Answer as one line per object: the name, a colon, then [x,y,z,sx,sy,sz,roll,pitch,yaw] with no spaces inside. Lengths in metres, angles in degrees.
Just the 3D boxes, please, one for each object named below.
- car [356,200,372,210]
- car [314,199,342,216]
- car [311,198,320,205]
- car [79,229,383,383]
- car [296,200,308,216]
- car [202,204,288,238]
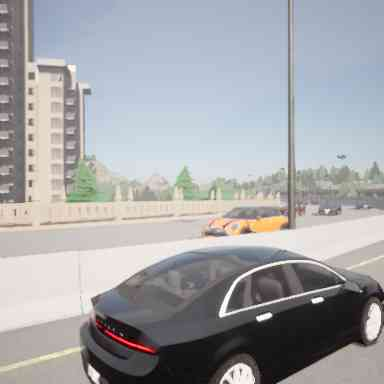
car: [26.077,1.938,50.451,2.128,1.511,4.902,0,-1,21]
car: [15.180,1.786,36.331,2.128,1.511,4.902,0,-1,32]
car: [28.236,2.156,75.067,1.882,1.535,5.008,0,-1,6]
car: [0.964,1.533,4.721,4.892,1.490,1.837,0,0,-38]
car: [10.907,1.890,36.039,1.895,1.301,4.718,0,-1,33]
car: [2.563,1.451,15.536,4.553,1.767,2.097,0,-1,-44]
